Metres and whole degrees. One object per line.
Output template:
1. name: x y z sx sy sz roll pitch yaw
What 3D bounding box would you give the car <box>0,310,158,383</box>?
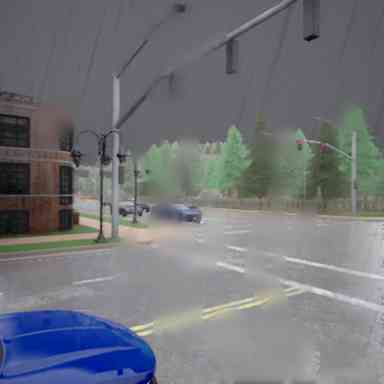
1. car: -2.546 1.471 1.925 5.008 1.535 1.882 0 0 -36

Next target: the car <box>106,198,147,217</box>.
1. car: -6.493 1.611 32.619 1.812 1.442 4.674 0 0 -35

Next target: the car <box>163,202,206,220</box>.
1. car: -0.789 1.671 30.561 1.994 1.385 4.181 0 0 -35

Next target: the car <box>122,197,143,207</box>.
1. car: -10.124 1.679 56.454 1.812 1.442 4.674 0 0 -35

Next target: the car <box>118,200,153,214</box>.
1. car: -6.721 1.655 39.096 2.033 1.411 5.357 0 0 -35

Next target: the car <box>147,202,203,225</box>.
1. car: -1.217 1.562 25.060 1.882 1.535 5.008 0 0 -35

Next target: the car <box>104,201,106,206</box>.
1. car: -12.922 1.695 54.349 1.994 1.385 4.181 0 0 -35
